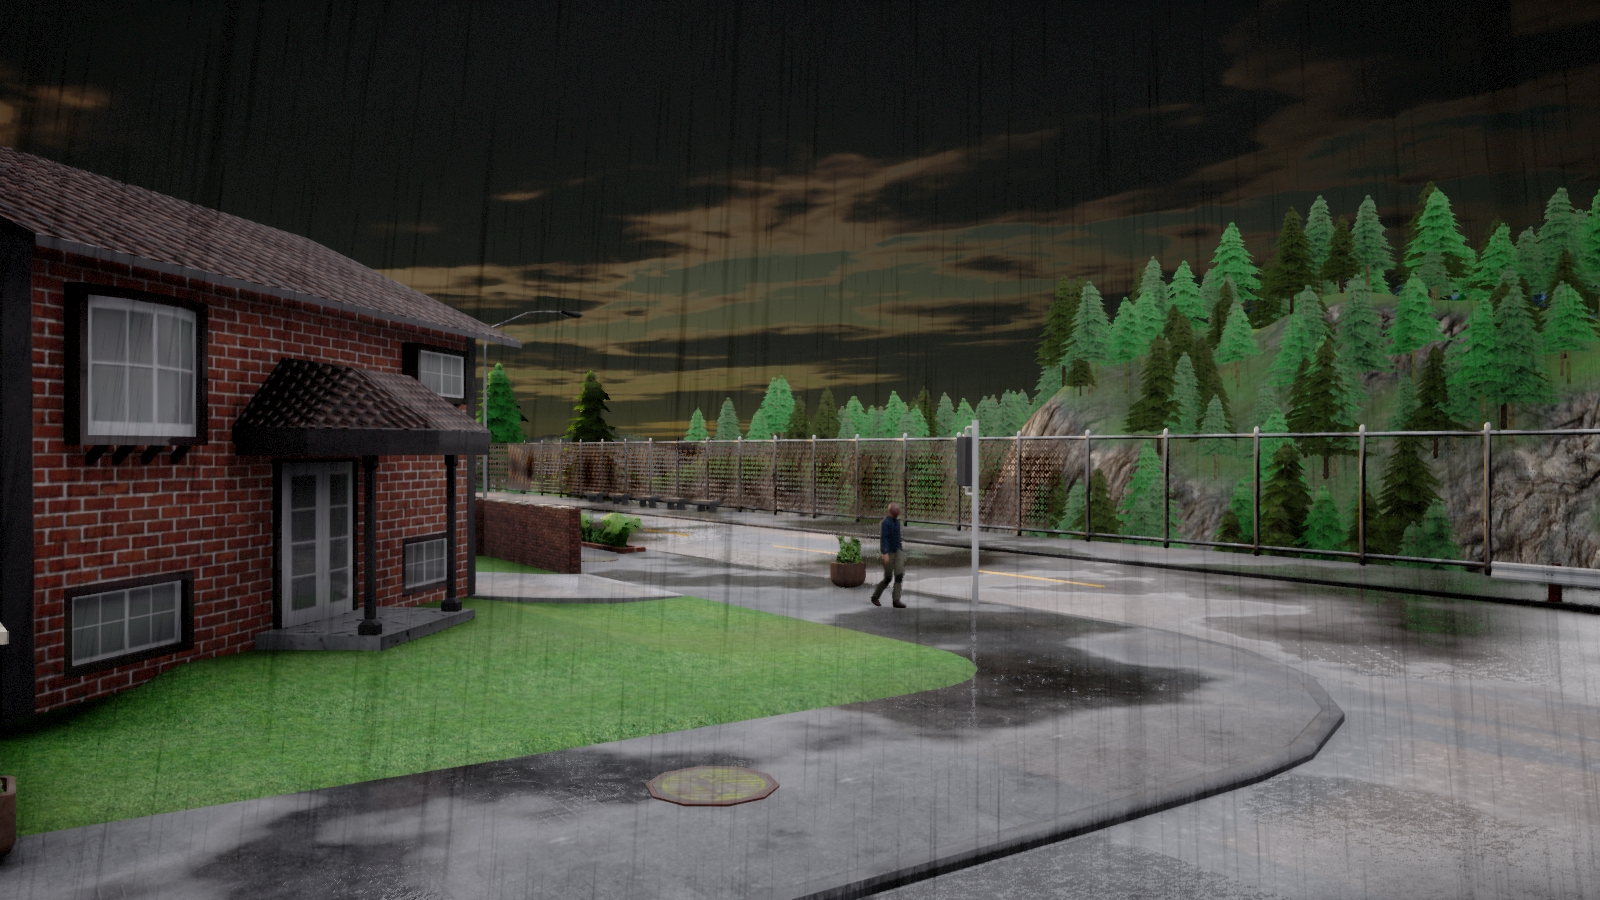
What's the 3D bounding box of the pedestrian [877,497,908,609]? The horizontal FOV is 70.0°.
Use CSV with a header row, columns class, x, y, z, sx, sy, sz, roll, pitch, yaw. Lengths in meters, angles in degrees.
class,x,y,z,sx,sy,sz,roll,pitch,yaw
pedestrian,1.568,1.745,19.445,0.375,1.860,0.375,0,0,-45
